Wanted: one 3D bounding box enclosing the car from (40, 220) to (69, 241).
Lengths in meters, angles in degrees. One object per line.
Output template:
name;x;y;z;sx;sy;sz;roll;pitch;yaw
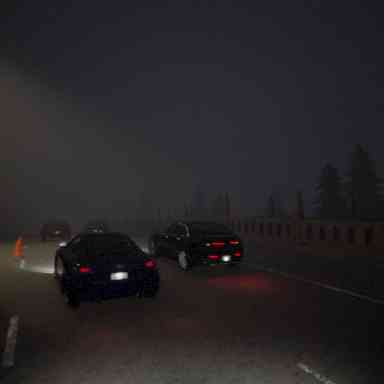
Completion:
car;-10.269;2.834;24.952;1.882;1.535;5.008;1;-6;-26

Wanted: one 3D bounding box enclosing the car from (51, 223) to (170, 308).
car;-2.322;1.712;8.460;1.994;1.385;4.181;1;-2;-26

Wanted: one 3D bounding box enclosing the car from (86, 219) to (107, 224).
car;-8.543;3.222;29.427;1.837;1.490;4.892;1;-6;-26

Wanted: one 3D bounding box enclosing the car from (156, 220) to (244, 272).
car;-0.059;1.762;11.829;1.837;1.490;4.892;1;-2;-26

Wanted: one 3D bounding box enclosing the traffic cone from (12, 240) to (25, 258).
traffic cone;-7.188;2.383;13.678;0.340;0.580;0.340;1;-3;-26

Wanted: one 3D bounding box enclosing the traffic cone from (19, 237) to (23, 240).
traffic cone;-8.053;2.504;15.473;0.340;0.580;0.340;1;-4;-26
